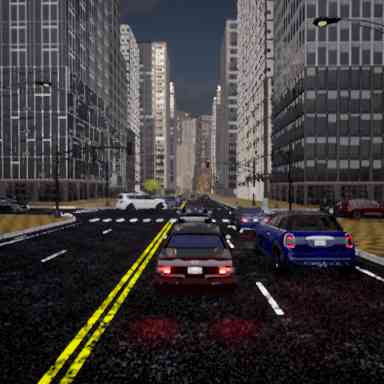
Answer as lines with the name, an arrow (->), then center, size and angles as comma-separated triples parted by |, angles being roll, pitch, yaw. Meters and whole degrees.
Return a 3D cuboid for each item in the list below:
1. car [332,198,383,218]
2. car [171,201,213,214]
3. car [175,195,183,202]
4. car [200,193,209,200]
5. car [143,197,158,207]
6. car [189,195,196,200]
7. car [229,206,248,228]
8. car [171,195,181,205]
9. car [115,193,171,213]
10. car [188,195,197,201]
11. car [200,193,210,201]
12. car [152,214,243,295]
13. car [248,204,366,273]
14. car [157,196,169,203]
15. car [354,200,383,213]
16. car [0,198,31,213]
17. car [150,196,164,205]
car -> 16.262, 1.538, 30.907 | 5.009, 1.841, 2.192 | 1, 0, 1
car -> 0.137, 1.494, 18.626 | 2.128, 1.511, 4.902 | 0, 0, 0
car -> -3.092, 1.480, 79.535 | 1.837, 1.490, 4.892 | 0, 0, 0
car -> 3.434, 1.156, 92.110 | 2.097, 1.767, 4.553 | 0, 0, 0
car -> -6.490, 1.502, 52.401 | 1.837, 1.490, 4.892 | 0, 0, 0
car -> 0.184, 1.469, 92.149 | 1.837, 1.490, 4.892 | 0, 0, 0
car -> 3.390, 1.550, 20.235 | 2.033, 1.411, 5.357 | 0, 0, 0
car -> -3.221, 1.350, 50.560 | 2.097, 1.767, 4.553 | 0, 0, -1
car -> -5.559, 1.174, 36.466 | 5.566, 2.045, 2.150 | 0, 2, -28
car -> 0.185, 1.584, 71.607 | 1.895, 1.301, 4.718 | 0, 0, 0
car -> 3.413, 1.448, 81.721 | 1.882, 1.535, 5.008 | 0, 0, 0
car -> 0.110, 1.550, 8.881 | 2.033, 1.411, 5.357 | 0, 0, 1
car -> 3.370, 1.355, 10.850 | 2.097, 1.767, 4.553 | 0, 0, 0
car -> -6.356, 1.525, 72.951 | 2.033, 1.411, 5.357 | 0, 0, 0
car -> 21.887, 1.667, 39.182 | 4.829, 1.417, 1.752 | 1, 0, 1
car -> -19.189, 1.357, 34.150 | 4.902, 1.511, 2.128 | 1, 1, 1
car -> -6.436, 1.540, 62.281 | 2.033, 1.411, 5.357 | 0, 0, 0
